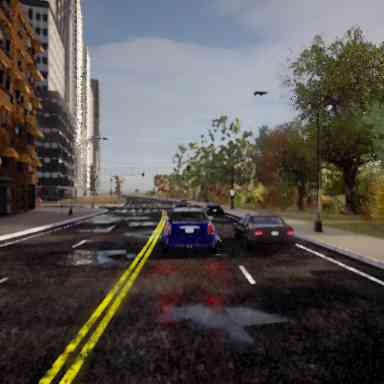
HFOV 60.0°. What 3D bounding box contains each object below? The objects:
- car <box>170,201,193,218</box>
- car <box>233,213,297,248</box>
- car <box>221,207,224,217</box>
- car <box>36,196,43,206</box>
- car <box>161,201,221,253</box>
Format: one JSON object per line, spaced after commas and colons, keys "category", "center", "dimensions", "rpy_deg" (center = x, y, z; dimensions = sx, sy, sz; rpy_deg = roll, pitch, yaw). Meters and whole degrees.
{"category": "car", "center": [-1.140, 1.705, 34.159], "dimensions": [2.128, 1.511, 4.902], "rpy_deg": [0, 0, -4]}
{"category": "car", "center": [3.093, 1.640, 15.140], "dimensions": [2.033, 1.411, 5.357], "rpy_deg": [0, 0, -1]}
{"category": "car", "center": [2.100, 1.773, 34.390], "dimensions": [1.994, 1.385, 4.181], "rpy_deg": [0, 0, -4]}
{"category": "car", "center": [-27.205, 1.446, 55.494], "dimensions": [4.097, 1.590, 1.967], "rpy_deg": [1, -1, -13]}
{"category": "car", "center": [-0.148, 1.445, 14.234], "dimensions": [2.097, 1.767, 4.553], "rpy_deg": [0, 0, -2]}
